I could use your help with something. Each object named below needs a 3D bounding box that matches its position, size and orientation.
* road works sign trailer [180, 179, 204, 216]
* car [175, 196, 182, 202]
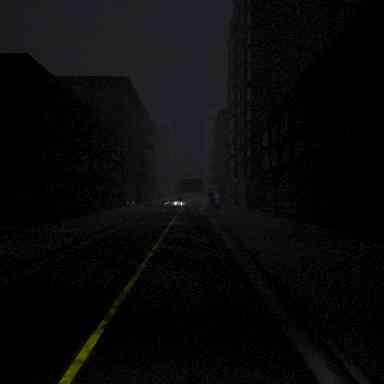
[{"bbox_3d":[0.000,0.476,32.901,2.380,3.560,2.880,0,0,0],"label":"road works sign trailer"},{"bbox_3d":[-3.000,1.644,76.709,1.895,1.301,4.718,0,0,0],"label":"car"}]
